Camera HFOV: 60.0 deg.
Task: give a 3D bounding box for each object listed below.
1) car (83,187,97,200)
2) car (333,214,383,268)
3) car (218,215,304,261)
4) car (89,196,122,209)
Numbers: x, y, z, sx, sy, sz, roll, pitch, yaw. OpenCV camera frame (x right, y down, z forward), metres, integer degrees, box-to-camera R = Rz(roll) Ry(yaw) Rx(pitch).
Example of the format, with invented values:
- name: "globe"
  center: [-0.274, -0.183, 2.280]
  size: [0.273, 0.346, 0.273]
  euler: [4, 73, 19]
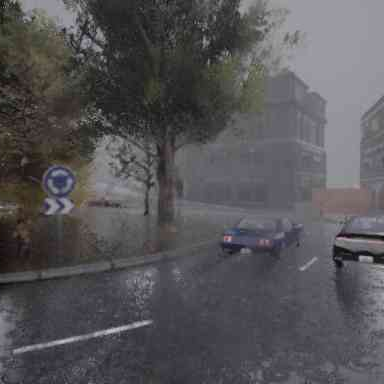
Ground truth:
- name: "car"
  center: [-15.441, 0.191, 50.221]
  size: [1.837, 1.490, 4.892]
  euler: [0, 5, -18]
- name: "car"
  center: [5.738, 1.420, 10.172]
  size: [2.128, 1.511, 4.902]
  euler: [0, 0, 36]
- name: "car"
  center: [2.740, 1.497, 12.094]
  size: [1.895, 1.301, 4.718]
  euler: [1, 1, 29]
- name: "car"
  center: [-9.988, 1.128, 37.707]
  size: [4.718, 1.301, 1.895]
  euler: [2, 2, 44]
